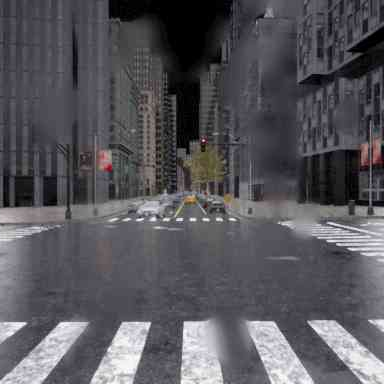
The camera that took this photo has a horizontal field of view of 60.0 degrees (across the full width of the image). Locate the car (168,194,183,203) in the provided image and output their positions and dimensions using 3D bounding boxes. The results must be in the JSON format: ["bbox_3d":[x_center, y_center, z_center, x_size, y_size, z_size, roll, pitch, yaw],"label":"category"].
[{"bbox_3d":[-3.309,1.566,65.018,2.033,1.411,5.357,0,0,0],"label":"car"}]

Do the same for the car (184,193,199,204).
[{"bbox_3d":[-0.166,1.495,64.359,1.882,1.535,5.008,0,0,-1],"label":"car"}]

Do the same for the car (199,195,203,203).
[{"bbox_3d":[2.568,1.562,52.663,2.008,1.369,4.403,0,0,0],"label":"car"}]

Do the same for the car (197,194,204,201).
[{"bbox_3d":[2.506,1.567,62.535,2.008,1.369,4.403,0,0,0],"label":"car"}]

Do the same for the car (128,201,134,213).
[{"bbox_3d":[-5.855,1.556,36.280,2.008,1.369,4.403,0,0,0],"label":"car"}]

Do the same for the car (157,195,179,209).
[{"bbox_3d":[-3.242,1.501,44.666,2.128,1.511,4.902,0,0,0],"label":"car"}]

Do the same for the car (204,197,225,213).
[{"bbox_3d":[2.670,1.556,36.330,2.008,1.369,4.403,0,0,0],"label":"car"}]

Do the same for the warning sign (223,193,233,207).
[{"bbox_3d":[4.921,1.123,45.420,1.300,1.860,1.060,0,0,0],"label":"warning sign"}]

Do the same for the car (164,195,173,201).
[{"bbox_3d":[-6.180,1.587,88.323,2.008,1.369,4.403,0,0,0],"label":"car"}]

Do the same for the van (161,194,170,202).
[{"bbox_3d":[-6.113,1.368,77.497,1.690,1.788,3.998,0,0,0],"label":"van"}]

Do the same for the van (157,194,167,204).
[{"bbox_3d":[-6.045,1.360,66.670,1.690,1.788,3.998,0,0,0],"label":"van"}]

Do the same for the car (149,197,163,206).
[{"bbox_3d":[-5.977,1.579,55.844,1.947,1.339,4.313,0,0,0],"label":"car"}]

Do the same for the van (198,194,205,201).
[{"bbox_3d":[2.374,1.373,83.691,1.690,1.788,3.998,0,0,0],"label":"van"}]

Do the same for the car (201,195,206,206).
[{"bbox_3d":[2.602,1.553,47.219,1.887,1.381,4.507,0,0,0],"label":"car"}]

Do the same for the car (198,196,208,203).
[{"bbox_3d":[2.440,1.589,73.113,1.947,1.339,4.313,0,0,0],"label":"car"}]

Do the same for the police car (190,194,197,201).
[{"bbox_3d":[0.471,1.463,90.505,1.930,1.638,5.238,0,0,0],"label":"police car"}]

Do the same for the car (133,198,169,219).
[{"bbox_3d":[-3.490,1.529,29.292,1.812,1.442,4.674,0,0,5],"label":"car"}]

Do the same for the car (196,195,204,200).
[{"bbox_3d":[2.308,1.593,94.268,2.008,1.369,4.403,0,0,0],"label":"car"}]

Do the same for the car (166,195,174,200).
[{"bbox_3d":[-6.213,1.624,93.735,1.802,1.307,4.206,0,0,0],"label":"car"}]
